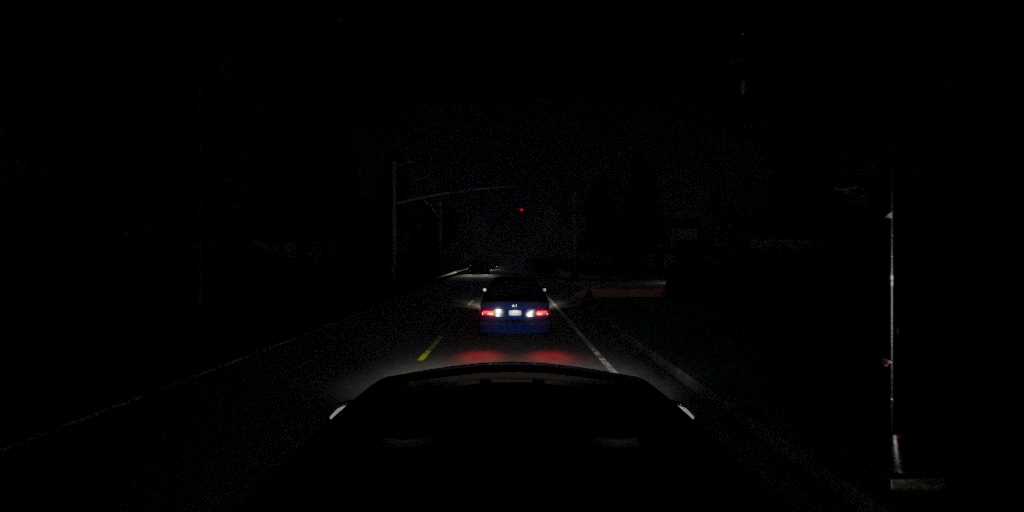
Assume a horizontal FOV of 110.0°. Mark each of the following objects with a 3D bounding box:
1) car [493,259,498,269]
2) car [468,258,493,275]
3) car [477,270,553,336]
[{"bbox_3d":[-3.617,1.274,54.841,1.812,1.442,4.674,0,0,0],"label":"car"},{"bbox_3d":[-3.619,1.101,39.732,2.097,1.767,4.553,0,0,0],"label":"car"},{"bbox_3d":[0.075,1.297,10.393,2.033,1.411,5.357,0,0,0],"label":"car"}]
